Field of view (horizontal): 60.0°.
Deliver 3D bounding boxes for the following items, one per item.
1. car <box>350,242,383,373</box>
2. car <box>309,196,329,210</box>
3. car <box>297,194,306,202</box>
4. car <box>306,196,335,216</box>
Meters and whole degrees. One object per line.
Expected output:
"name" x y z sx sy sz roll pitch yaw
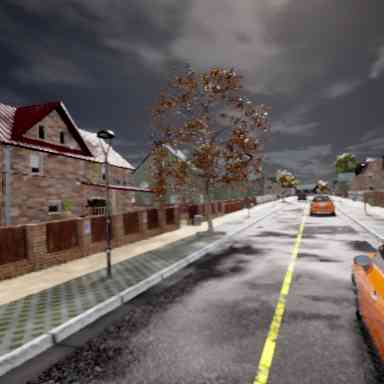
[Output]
"car" 3.249 1.199 4.069 2.097 1.767 4.553 -6 -2 20
"car" 15.131 1.276 39.692 2.033 1.411 5.357 -3 -1 20
"car" 23.486 1.206 71.084 1.882 1.535 5.008 -3 -1 20
"car" 11.744 1.128 30.166 2.097 1.767 4.553 -3 -1 20
